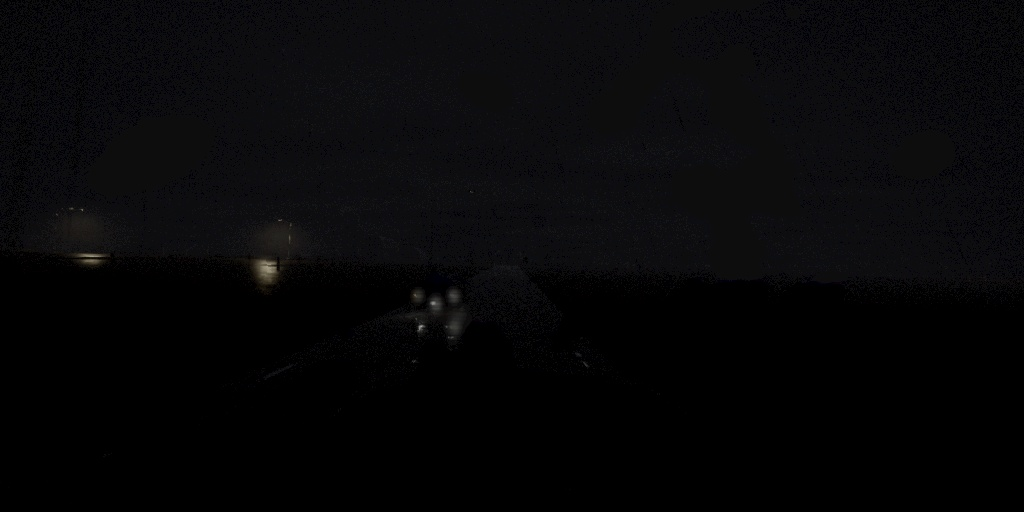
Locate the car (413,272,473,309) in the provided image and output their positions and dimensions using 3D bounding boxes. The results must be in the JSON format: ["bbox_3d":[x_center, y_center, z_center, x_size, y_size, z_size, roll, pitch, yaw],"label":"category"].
[{"bbox_3d":[-2.844,1.440,15.992,2.033,1.411,5.357,0,-1,0],"label":"car"}]
